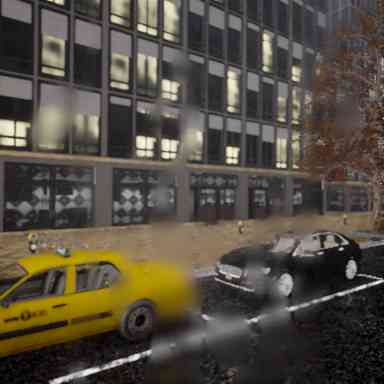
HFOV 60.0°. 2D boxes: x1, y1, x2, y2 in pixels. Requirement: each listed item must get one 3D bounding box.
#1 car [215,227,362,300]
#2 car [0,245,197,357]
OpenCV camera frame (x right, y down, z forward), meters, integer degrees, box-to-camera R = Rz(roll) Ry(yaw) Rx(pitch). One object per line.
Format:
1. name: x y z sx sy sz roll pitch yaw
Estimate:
1. car: 2.572 1.597 8.392 4.403 1.369 2.008 0 0 -35
2. car: -2.202 1.532 4.987 4.829 1.417 1.752 0 0 -35
